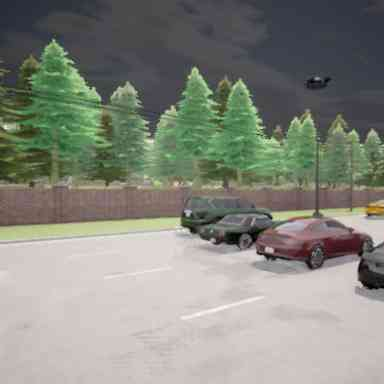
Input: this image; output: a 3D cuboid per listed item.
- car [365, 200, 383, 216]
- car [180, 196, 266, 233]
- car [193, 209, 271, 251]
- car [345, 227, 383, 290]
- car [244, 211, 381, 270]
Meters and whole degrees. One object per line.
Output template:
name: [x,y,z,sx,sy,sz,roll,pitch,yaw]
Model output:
car: [17.009,1.451,28.839,5.008,1.535,1.882,0,0,-36]
car: [1.983,1.217,18.081,5.566,2.045,2.150,0,0,-36]
car: [2.627,1.596,14.237,4.718,1.301,1.895,0,0,-36]
car: [5.791,1.555,7.895,4.181,1.385,1.994,0,0,-36]
car: [4.119,1.519,11.017,4.674,1.442,1.812,0,0,-36]
